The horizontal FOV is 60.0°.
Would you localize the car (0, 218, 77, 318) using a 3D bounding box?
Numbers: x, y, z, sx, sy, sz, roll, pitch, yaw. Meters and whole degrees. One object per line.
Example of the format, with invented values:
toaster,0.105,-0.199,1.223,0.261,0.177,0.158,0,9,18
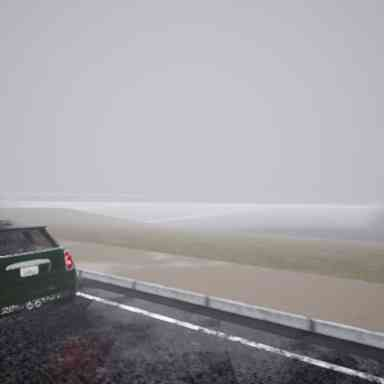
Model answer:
car,-4.453,1.352,6.838,4.553,1.767,2.097,0,0,36
